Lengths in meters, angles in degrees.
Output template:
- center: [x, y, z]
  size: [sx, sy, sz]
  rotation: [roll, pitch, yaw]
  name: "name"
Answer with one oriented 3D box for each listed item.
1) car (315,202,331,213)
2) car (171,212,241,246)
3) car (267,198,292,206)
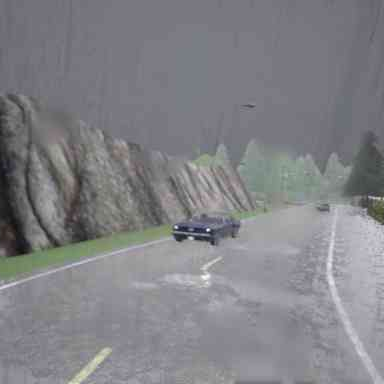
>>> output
- center: [19.116, 2.195, 48.545]
  size: [2.128, 1.511, 4.902]
  rotation: [2, 0, 24]
  name: "car"
- center: [0.823, 1.620, 15.578]
  size: [1.895, 1.301, 4.718]
  rotation: [2, 0, 23]
  name: "car"
- center: [18.397, 1.946, 70.053]
  size: [5.008, 1.535, 1.882]
  rotation: [2, 0, 23]
  name: "car"
